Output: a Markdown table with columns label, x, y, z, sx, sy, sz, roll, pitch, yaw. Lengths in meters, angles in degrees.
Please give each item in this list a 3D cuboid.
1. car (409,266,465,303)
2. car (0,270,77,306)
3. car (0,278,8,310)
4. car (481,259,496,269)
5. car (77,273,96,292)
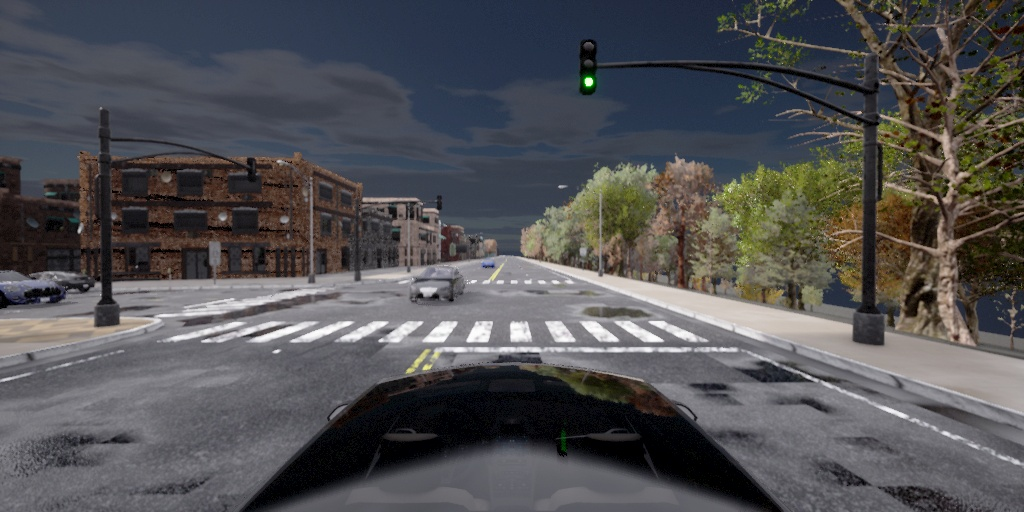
| label | x | y | z | sx | sy | sz | roll | pitch | yaw |
| --- | --- | --- | --- | --- | --- | --- | --- | --- | --- |
| car | -3.284 | 1.239 | 16.432 | 2.128 | 1.511 | 4.902 | 0 | 0 | 0 |
| car | -23.399 | 1.425 | 16.192 | 4.553 | 1.767 | 2.097 | -1 | 1 | -1 |
| car | -22.647 | 1.661 | 13.499 | 4.313 | 1.339 | 1.948 | 0 | 0 | -1 |
| car | -3.463 | 1.160 | 53.277 | 1.882 | 1.535 | 5.008 | 0 | 1 | 0 |
| car | -28.377 | 1.628 | 22.006 | 4.403 | 1.370 | 2.007 | 0 | 0 | -1 |
